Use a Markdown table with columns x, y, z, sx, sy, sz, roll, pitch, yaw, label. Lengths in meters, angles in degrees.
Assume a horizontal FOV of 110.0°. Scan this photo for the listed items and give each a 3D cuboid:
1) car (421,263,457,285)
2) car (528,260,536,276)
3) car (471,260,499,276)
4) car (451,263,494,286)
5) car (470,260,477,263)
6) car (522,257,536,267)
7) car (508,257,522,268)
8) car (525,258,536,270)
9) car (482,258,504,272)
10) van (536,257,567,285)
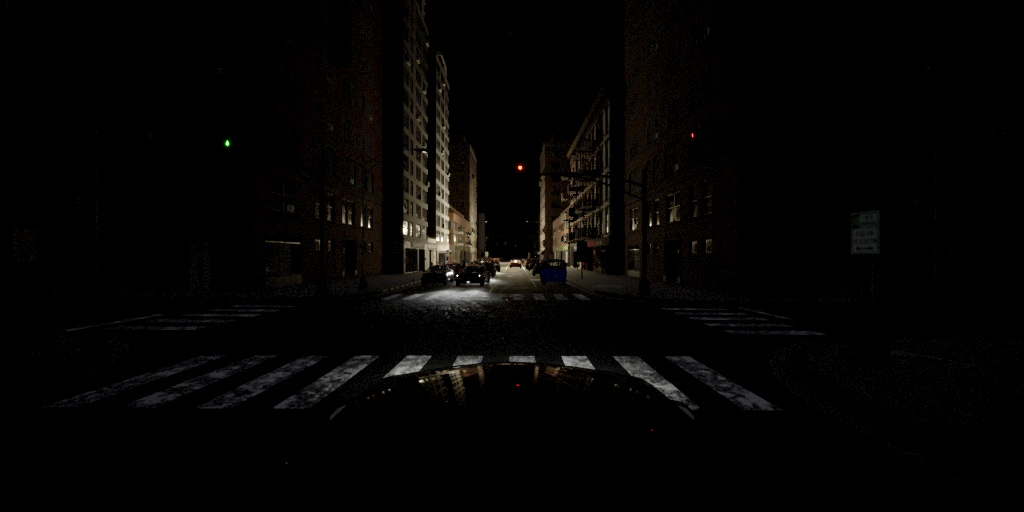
| x | y | z | sx | sy | sz | roll | pitch | yaw | label |
| --- | --- | --- | --- | --- | --- | --- | --- | --- | --- |
| -5.185 | 1.299 | 25.419 | 2.007 | 1.370 | 4.403 | 0 | 0 | 1 | car |
| 2.939 | 1.329 | 36.720 | 1.802 | 1.307 | 4.207 | 0 | 0 | 1 | car |
| -2.558 | 1.348 | 35.139 | 1.895 | 1.301 | 4.718 | 0 | 0 | 0 | car |
| -2.658 | 1.349 | 25.127 | 1.895 | 1.301 | 4.718 | 0 | 0 | 4 | car |
| -4.987 | 1.269 | 47.977 | 1.751 | 1.417 | 4.829 | 0 | 0 | 1 | car |
| 3.089 | 1.054 | 53.764 | 2.192 | 1.841 | 5.009 | 0 | 0 | 1 | car |
| 0.602 | 1.336 | 59.039 | 1.895 | 1.301 | 4.718 | 0 | 0 | 1 | car |
| 3.039 | 1.325 | 48.082 | 1.802 | 1.307 | 4.207 | 0 | 0 | 1 | car |
| -2.464 | 1.309 | 45.193 | 1.994 | 1.385 | 4.181 | 0 | 0 | 1 | car |
| 2.840 | 1.089 | 25.358 | 1.690 | 1.789 | 3.998 | 0 | 0 | 1 | van |
